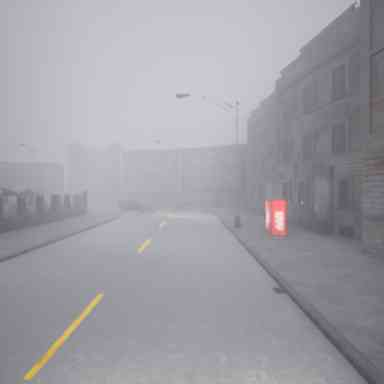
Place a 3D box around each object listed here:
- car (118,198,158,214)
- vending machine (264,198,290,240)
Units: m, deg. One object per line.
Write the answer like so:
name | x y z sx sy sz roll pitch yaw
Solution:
car | -5.454 1.372 33.621 4.902 1.511 2.128 0 -1 42
vending machine | 4.300 1.355 16.985 1.100 2.100 0.880 0 0 0
